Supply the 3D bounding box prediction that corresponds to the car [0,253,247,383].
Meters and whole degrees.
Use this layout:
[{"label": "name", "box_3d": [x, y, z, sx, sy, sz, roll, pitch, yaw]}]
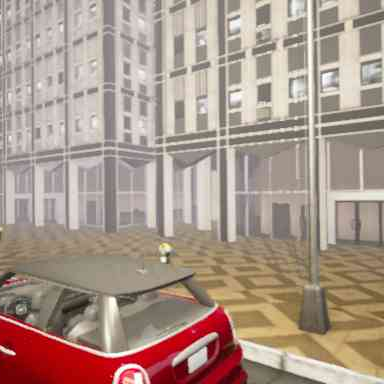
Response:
[{"label": "car", "box_3d": [-1.530, 1.476, 3.968, 4.097, 1.590, 1.967, -1, -1, 35]}]
